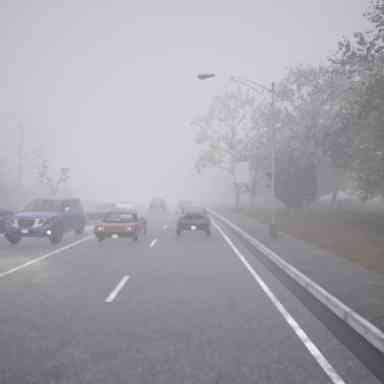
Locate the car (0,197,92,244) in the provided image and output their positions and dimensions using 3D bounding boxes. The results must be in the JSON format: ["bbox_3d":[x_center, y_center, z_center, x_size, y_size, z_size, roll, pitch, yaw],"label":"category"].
[{"bbox_3d":[-7.058,1.298,16.700,2.150,2.045,5.566,0,0,-1],"label":"car"}]

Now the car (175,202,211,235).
[{"bbox_3d":[0.060,1.591,19.557,1.837,1.490,4.892,0,0,0],"label":"car"}]

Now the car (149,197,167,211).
[{"bbox_3d":[-4.227,1.439,41.591,2.097,1.767,4.553,0,0,-4],"label":"car"}]

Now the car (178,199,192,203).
[{"bbox_3d":[-0.975,1.648,44.962,1.994,1.385,4.181,0,0,-5],"label":"car"}]

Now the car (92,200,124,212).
[{"bbox_3d":[-7.113,1.575,26.887,1.882,1.535,5.008,0,0,-1],"label":"car"}]

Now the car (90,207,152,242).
[{"bbox_3d":[-3.420,1.679,16.970,1.895,1.301,4.718,0,0,0],"label":"car"}]

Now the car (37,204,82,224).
[{"bbox_3d":[-10.618,1.698,27.018,1.895,1.301,4.718,0,0,-1],"label":"car"}]

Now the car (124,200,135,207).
[{"bbox_3d":[-7.463,1.620,37.157,1.812,1.442,4.674,0,0,-3],"label":"car"}]
